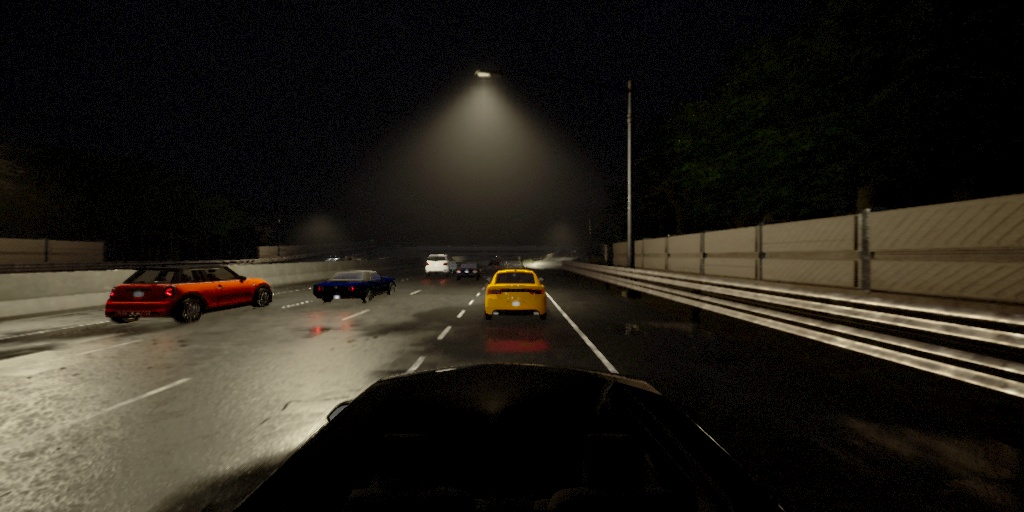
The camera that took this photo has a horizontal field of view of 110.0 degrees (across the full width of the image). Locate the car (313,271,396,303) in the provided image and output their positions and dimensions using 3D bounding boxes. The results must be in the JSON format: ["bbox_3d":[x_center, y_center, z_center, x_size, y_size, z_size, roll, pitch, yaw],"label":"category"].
[{"bbox_3d":[-6.870,1.315,16.299,1.895,1.301,4.718,0,0,0],"label":"car"}]

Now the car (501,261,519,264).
[{"bbox_3d":[0.209,1.274,31.041,1.895,1.301,4.718,0,0,1],"label":"car"}]

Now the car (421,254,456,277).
[{"bbox_3d":[-6.775,0.885,34.680,2.150,2.045,5.566,0,0,0],"label":"car"}]

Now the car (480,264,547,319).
[{"bbox_3d":[0.119,1.202,12.690,1.882,1.535,5.008,0,0,0],"label":"car"}]

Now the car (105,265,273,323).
[{"bbox_3d":[-10.382,1.078,12.090,2.097,1.767,4.553,0,0,0],"label":"car"}]

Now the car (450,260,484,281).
[{"bbox_3d":[-3.407,1.225,29.603,2.033,1.411,5.357,0,0,0],"label":"car"}]
